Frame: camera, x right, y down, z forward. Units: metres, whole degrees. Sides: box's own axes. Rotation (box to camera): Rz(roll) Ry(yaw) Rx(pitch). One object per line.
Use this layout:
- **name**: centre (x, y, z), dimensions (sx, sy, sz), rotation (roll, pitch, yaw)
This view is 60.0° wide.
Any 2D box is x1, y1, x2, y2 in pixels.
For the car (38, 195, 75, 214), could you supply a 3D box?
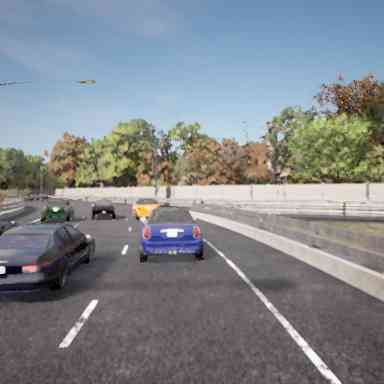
- **car**: centre (-10.822, 1.378, 27.095), dimensions (2.097, 1.767, 4.553), rotation (0, 0, -15)

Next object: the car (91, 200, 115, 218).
- **car**: centre (-7.868, 1.491, 29.540), dimensions (1.882, 1.535, 5.008), rotation (0, 0, -16)

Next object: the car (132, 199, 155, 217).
- **car**: centre (-3.941, 1.348, 28.440), dimensions (2.097, 1.767, 4.553), rotation (0, 0, -15)

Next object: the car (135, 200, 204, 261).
- **car**: centre (-0.869, 1.346, 12.508), dimensions (2.097, 1.767, 4.553), rotation (0, 0, -7)

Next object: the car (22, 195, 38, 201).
- **car**: centre (-40.619, 1.511, 81.634), dimensions (5.357, 1.411, 2.033), rotation (0, 0, 40)

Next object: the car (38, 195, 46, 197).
- **car**: centre (-37.875, 1.473, 83.957), dimensions (4.892, 1.490, 1.837), rotation (0, 0, 40)

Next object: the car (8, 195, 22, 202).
- **car**: centre (-42.935, 1.484, 79.009), dimensions (4.892, 1.490, 1.837), rotation (0, 0, 40)

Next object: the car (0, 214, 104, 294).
- **car**: centre (-3.977, 1.558, 8.947), dimensions (2.033, 1.411, 5.357), rotation (0, 0, -5)

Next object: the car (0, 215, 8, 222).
- **car**: centre (-7.865, 1.516, 12.237), dimensions (2.128, 1.511, 4.902), rotation (0, 0, -7)
